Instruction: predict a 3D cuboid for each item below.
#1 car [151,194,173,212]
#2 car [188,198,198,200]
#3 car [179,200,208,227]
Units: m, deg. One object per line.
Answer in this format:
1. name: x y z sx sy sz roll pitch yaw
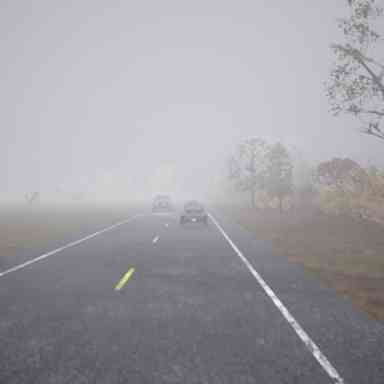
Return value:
1. car: -3.523 1.294 40.158 2.150 2.045 5.566 0 0 1
2. car: 0.130 1.576 41.630 1.837 1.490 4.892 0 0 0
3. car: 0.114 1.538 23.329 2.128 1.511 4.902 0 0 0
